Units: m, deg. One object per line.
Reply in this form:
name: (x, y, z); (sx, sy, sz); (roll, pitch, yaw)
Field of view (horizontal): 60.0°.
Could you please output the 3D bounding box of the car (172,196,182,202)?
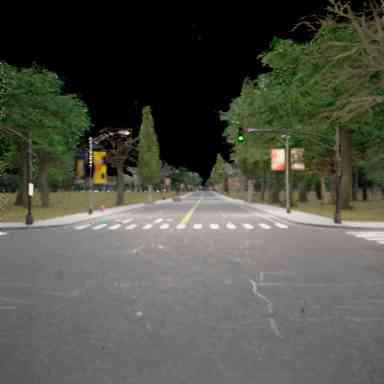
car: (-3.415, 1.600, 76.071); (1.837, 1.490, 4.892); (-1, 0, 2)
